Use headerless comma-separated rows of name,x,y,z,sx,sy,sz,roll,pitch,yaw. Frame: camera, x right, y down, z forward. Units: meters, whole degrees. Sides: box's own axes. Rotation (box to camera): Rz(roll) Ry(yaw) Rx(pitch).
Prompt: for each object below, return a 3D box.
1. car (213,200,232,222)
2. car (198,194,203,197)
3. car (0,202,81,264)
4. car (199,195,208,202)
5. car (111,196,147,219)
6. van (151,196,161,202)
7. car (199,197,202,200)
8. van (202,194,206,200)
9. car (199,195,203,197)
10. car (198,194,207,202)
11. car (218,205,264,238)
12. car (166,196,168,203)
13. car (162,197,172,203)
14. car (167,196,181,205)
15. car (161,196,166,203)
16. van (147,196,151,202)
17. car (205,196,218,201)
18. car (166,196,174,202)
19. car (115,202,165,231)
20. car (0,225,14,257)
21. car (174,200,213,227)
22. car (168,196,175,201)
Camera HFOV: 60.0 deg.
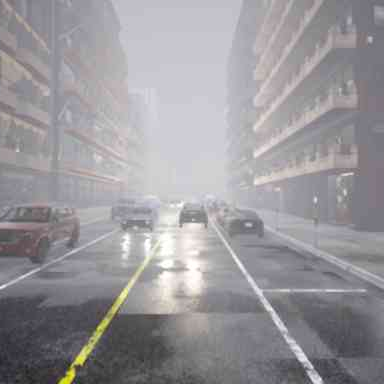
car,2.700,1.573,23.785,1.752,1.417,4.829,1,0,0
car,2.690,1.712,69.093,1.947,1.339,4.313,1,0,0
car,-5.673,1.339,12.185,2.192,1.841,5.009,1,0,0
car,2.690,1.613,80.462,1.967,1.590,4.097,1,0,0
car,-5.677,1.373,29.238,2.192,1.841,5.009,1,0,0
van,-5.687,1.434,46.293,1.690,1.788,3.998,1,0,0
car,0.091,1.693,45.790,1.895,1.301,4.718,0,0,0
van,2.699,1.435,46.355,1.690,1.788,3.998,1,0,0
car,2.691,1.714,63.408,1.802,1.307,4.206,1,0,0
car,2.691,1.502,86.146,2.192,1.841,5.009,1,0,0
car,2.701,1.601,17.931,1.947,1.339,4.313,1,0,0
car,-5.654,1.585,69.031,1.967,1.590,4.097,1,0,0
car,-5.658,1.725,74.715,1.947,1.339,4.313,1,0,0
car,-3.035,1.730,62.329,1.895,1.301,4.718,0,0,1
car,-5.676,1.657,51.977,2.008,1.369,4.403,1,0,0
van,-5.678,1.410,34.923,1.690,1.788,3.998,1,0,0
car,2.700,1.510,34.985,1.967,1.590,4.097,1,0,0
car,-5.660,1.731,86.084,1.887,1.381,4.507,1,0,0
car,-3.103,1.589,20.997,2.033,1.411,5.357,0,0,0
car,-5.677,1.578,6.500,1.947,1.339,4.313,1,0,0
car,0.096,1.536,23.058,2.128,1.511,4.902,0,0,0
car,-5.661,1.725,91.599,1.752,1.417,4.829,1,0,0
